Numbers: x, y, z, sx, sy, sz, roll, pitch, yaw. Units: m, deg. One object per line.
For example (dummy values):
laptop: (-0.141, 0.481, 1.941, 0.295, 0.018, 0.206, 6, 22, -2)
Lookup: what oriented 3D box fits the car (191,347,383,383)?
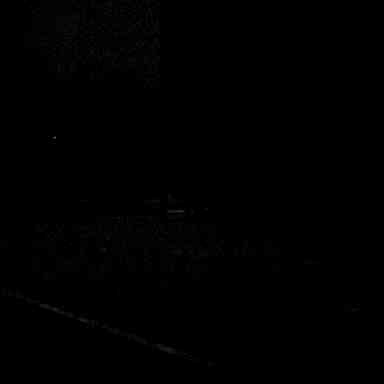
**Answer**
car: (1.794, 1.580, 1.685, 4.206, 1.307, 1.802, 0, 0, 36)
